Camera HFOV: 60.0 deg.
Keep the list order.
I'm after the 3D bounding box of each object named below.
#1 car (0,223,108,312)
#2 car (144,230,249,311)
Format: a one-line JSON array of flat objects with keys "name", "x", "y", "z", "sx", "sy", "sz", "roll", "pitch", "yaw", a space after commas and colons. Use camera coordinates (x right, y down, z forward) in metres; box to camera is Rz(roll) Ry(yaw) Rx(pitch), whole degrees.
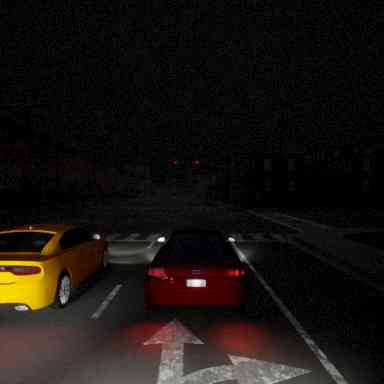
[{"name": "car", "x": -3.385, "y": 1.478, "z": 7.860, "sx": 1.882, "sy": 1.535, "sz": 5.008, "roll": 0, "pitch": 0, "yaw": 0}, {"name": "car", "x": 0.107, "y": 1.564, "z": 7.828, "sx": 1.994, "sy": 1.385, "sz": 4.181, "roll": 0, "pitch": 0, "yaw": 1}]
